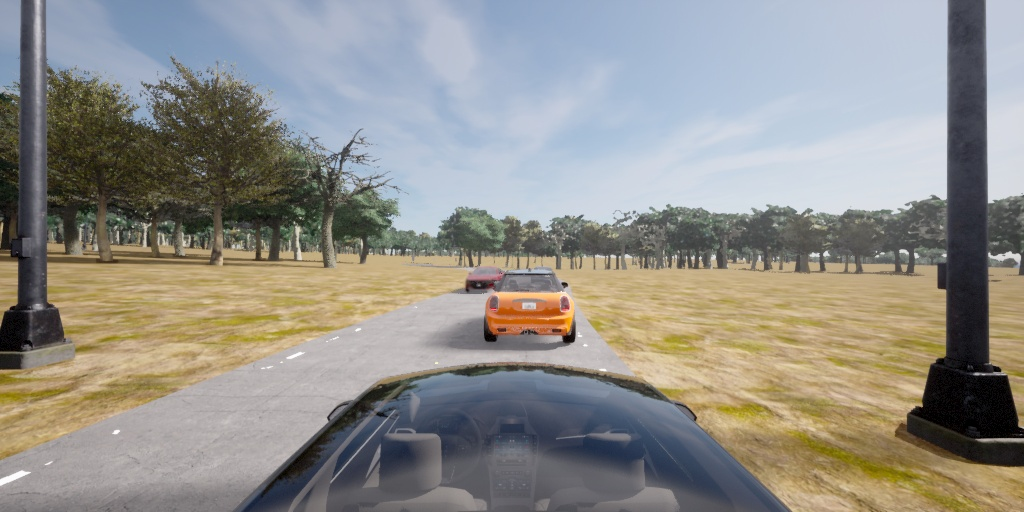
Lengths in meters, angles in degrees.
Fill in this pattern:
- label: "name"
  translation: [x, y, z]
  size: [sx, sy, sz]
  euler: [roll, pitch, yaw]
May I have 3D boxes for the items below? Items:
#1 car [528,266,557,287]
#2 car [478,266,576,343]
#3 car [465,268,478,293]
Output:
- label: "car"
  translation: [2.429, 1.530, 28.206]
  size: [2.033, 1.411, 5.357]
  euler: [0, -1, 5]
- label: "car"
  translation: [0.520, 1.130, 9.991]
  size: [2.097, 1.767, 4.553]
  euler: [0, 0, 4]
- label: "car"
  translation: [-1.537, 1.384, 22.288]
  size: [1.882, 1.535, 5.008]
  euler: [0, -1, 7]
